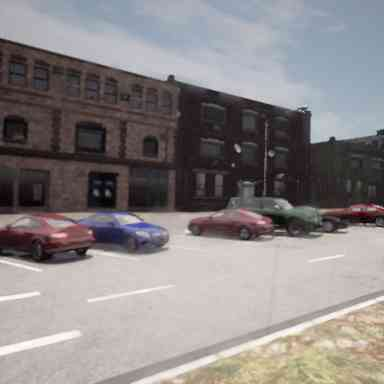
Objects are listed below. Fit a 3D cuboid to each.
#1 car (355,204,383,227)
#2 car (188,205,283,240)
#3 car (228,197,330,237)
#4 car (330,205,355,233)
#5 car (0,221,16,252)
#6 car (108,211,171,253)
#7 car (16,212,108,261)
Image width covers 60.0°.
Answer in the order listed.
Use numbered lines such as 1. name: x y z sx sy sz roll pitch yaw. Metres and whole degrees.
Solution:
1. car: 12.059 1.632 23.905 5.008 1.535 2.097 -1 -1 37
2. car: 1.952 1.589 17.278 4.674 1.452 2.002 -1 -1 36
3. car: 4.490 1.318 18.955 5.566 2.045 2.435 -1 -1 36
4. car: 6.984 1.591 20.634 5.008 1.535 2.097 -1 -1 36
5. car: -7.994 1.467 10.423 4.892 1.521 2.231 -1 -1 34
6. car: -3.039 1.548 13.882 4.674 1.452 2.002 -1 -1 35
7. car: -5.519 1.527 12.150 4.674 1.452 2.002 -1 -1 35
